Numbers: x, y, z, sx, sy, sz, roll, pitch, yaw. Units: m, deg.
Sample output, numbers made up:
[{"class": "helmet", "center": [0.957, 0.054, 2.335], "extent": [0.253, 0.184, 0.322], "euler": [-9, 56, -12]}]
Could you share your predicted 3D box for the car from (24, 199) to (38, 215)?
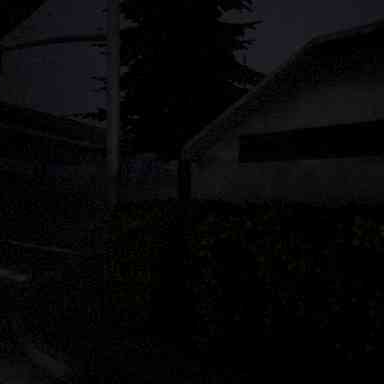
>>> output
[{"class": "car", "center": [-17.363, 1.484, 33.105], "extent": [4.611, 1.667, 2.242], "euler": [0, 0, 35]}]

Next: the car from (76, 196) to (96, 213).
[{"class": "car", "center": [-10.558, 1.316, 35.238], "extent": [3.866, 1.878, 1.905], "euler": [0, 0, 35]}]
